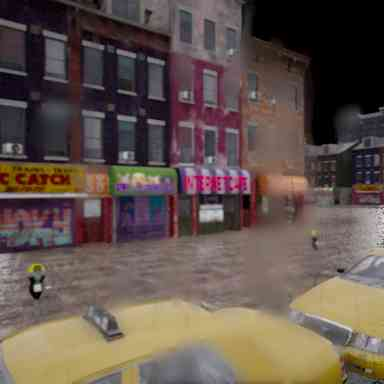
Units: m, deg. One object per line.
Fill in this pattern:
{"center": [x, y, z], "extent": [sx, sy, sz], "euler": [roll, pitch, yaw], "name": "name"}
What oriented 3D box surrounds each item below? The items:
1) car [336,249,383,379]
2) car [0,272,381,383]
{"center": [3.443, 1.495, 5.272], "extent": [4.829, 1.417, 1.752], "euler": [0, 0, -35], "name": "car"}
{"center": [-0.849, 1.523, 2.213], "extent": [4.829, 1.417, 1.752], "euler": [0, 0, -35], "name": "car"}
